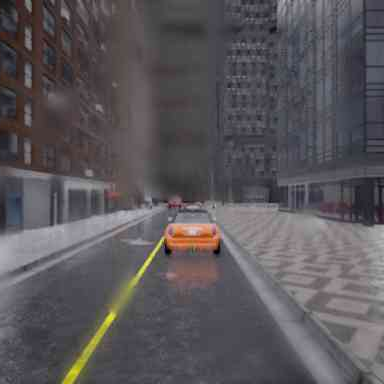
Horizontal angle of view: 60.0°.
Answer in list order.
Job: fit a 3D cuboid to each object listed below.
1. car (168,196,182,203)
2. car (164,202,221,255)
[{"bbox_3d":[-2.923,1.808,58.696,2.150,2.045,5.566,0,-1,0],"label":"car"},{"bbox_3d":[0.021,1.490,14.071,2.097,1.767,4.553,0,-1,0],"label":"car"}]
